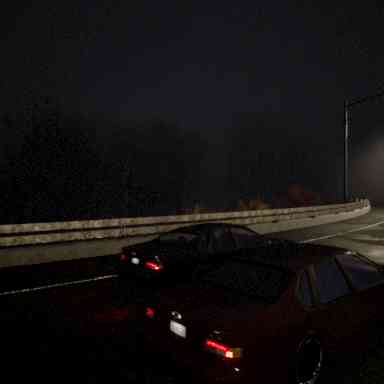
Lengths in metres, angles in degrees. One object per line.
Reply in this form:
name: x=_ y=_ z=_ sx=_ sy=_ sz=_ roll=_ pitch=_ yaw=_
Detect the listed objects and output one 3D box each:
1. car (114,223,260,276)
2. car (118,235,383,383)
car: x=0.686 y=1.548 z=8.835 sx=5.357 sy=1.411 sz=2.033 roll=0 pitch=0 yaw=-40
car: x=1.787 y=1.548 z=5.230 sx=5.357 sy=1.411 sz=2.033 roll=0 pitch=0 yaw=-39
